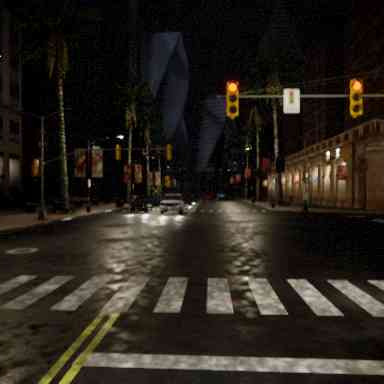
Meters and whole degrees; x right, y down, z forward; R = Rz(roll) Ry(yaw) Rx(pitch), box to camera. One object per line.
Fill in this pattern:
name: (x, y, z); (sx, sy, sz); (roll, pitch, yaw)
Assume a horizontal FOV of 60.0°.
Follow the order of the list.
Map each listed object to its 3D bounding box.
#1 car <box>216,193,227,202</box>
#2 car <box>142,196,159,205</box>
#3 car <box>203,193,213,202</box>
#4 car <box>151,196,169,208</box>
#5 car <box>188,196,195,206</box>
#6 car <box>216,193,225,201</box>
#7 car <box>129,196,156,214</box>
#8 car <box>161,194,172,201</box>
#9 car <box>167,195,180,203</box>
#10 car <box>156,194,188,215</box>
car: (7.225, 1.485, 78.088); (2.128, 1.511, 4.902); (0, 0, 2)
car: (-7.389, 1.485, 59.467); (2.161, 1.482, 4.786); (0, 0, 2)
car: (3.715, 1.188, 77.890); (2.150, 2.045, 5.566); (0, 0, 2)
car: (-4.751, 1.454, 49.852); (1.882, 1.535, 5.008); (0, 0, 3)
car: (-1.020, 1.479, 54.357); (1.837, 1.490, 4.892); (0, 0, 3)
car: (7.603, 1.175, 88.162); (2.150, 2.045, 5.566); (0, 0, 2)
car: (-5.440, 1.490, 35.724); (1.837, 1.490, 4.892); (0, 0, 3)
car: (-6.260, 1.316, 81.370); (2.185, 1.767, 4.553); (0, 0, 2)
car: (-3.733, 1.460, 68.893); (2.128, 1.511, 4.902); (0, 0, 3)
car: (-1.992, 1.207, 34.544); (2.150, 2.045, 5.566); (0, 0, 3)
